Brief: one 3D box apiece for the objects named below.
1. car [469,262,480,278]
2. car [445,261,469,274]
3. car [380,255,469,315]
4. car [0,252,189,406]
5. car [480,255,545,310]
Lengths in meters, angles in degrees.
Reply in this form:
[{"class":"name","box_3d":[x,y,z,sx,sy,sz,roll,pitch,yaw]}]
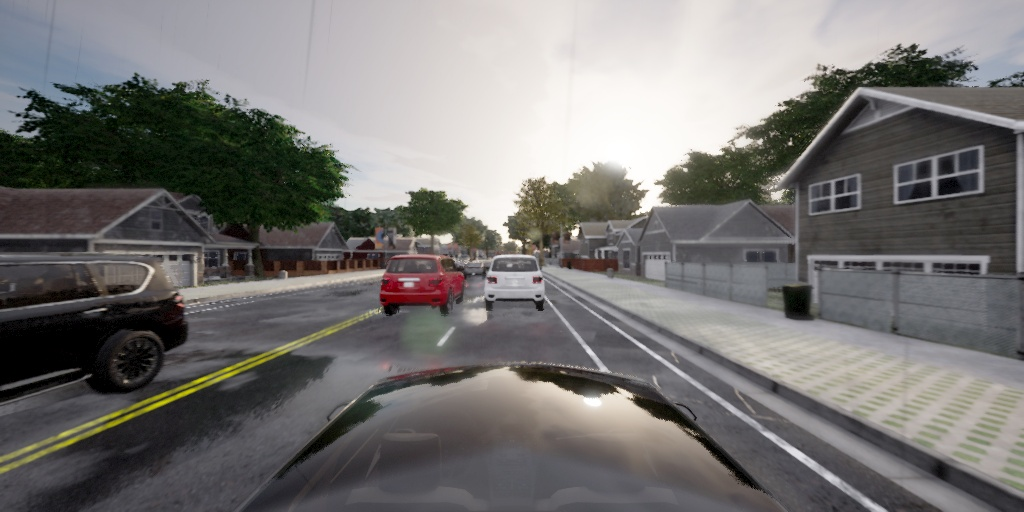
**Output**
[{"class":"car","box_3d":[-3.158,1.268,31.899,2.128,1.511,4.902,0,0,0]},{"class":"car","box_3d":[-6.604,1.341,43.559,2.033,1.411,5.357,0,0,0]},{"class":"car","box_3d":[-3.153,0.975,13.657,2.150,2.045,5.566,0,0,0]},{"class":"car","box_3d":[-6.601,0.971,3.771,2.150,2.045,5.566,0,0,0]},{"class":"car","box_3d":[0.096,0.976,14.827,2.150,2.045,5.566,0,0,0]}]
